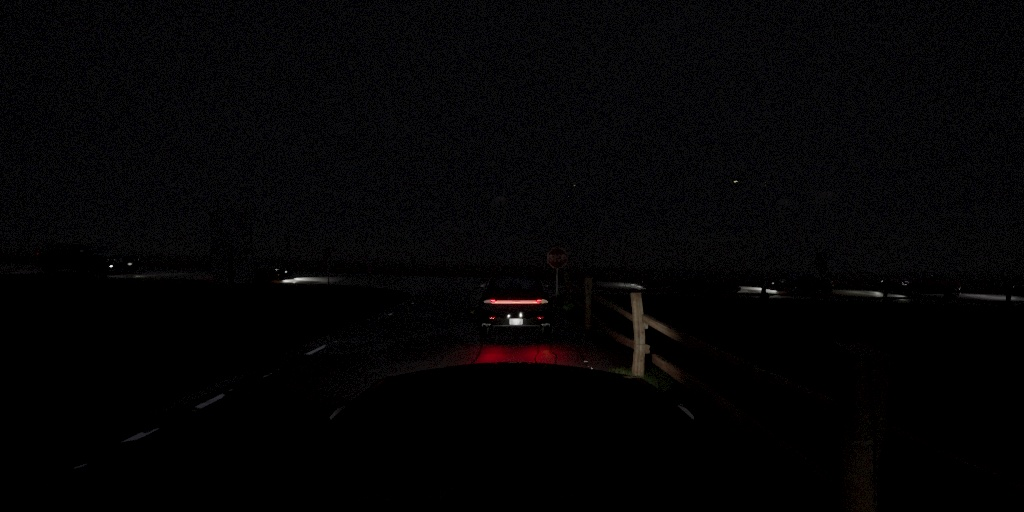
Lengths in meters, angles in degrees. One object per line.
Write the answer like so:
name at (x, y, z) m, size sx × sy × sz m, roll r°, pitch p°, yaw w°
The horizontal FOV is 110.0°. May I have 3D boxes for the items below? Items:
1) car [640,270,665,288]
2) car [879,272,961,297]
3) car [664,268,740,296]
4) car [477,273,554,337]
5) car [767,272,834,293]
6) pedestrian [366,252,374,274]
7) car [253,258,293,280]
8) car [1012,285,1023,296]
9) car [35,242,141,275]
car at (12.606, 1.656, 27.363) m, size 5.357 × 1.411 × 2.033 m, roll 2°, pitch 3°, yaw 0°
car at (30.972, 2.029, 27.296) m, size 4.553 × 1.767 × 2.097 m, roll 2°, pitch 3°, yaw 0°
car at (13.110, 1.826, 24.419) m, size 4.181 × 1.385 × 1.994 m, roll 2°, pitch 3°, yaw 0°
car at (0.076, 1.234, 10.328) m, size 2.128 × 1.511 × 4.902 m, roll 0°, pitch 0°, yaw 0°
car at (21.902, 1.963, 27.333) m, size 4.181 × 1.385 × 1.994 m, roll 2°, pitch 3°, yaw 0°
pedestrian at (-12.092, 0.529, 30.438) m, size 0.375 × 1.860 × 0.375 m, roll 0°, pitch 1°, yaw 0°
car at (-17.434, 0.840, 24.498) m, size 4.181 × 1.385 × 1.994 m, roll 2°, pitch 3°, yaw 0°
car at (41.273, 2.578, 27.253) m, size 4.718 × 1.301 × 1.895 m, roll 2°, pitch 3°, yaw 0°
car at (-28.862, 0.119, 24.511) m, size 5.566 × 2.045 × 2.150 m, roll 2°, pitch 3°, yaw 1°
